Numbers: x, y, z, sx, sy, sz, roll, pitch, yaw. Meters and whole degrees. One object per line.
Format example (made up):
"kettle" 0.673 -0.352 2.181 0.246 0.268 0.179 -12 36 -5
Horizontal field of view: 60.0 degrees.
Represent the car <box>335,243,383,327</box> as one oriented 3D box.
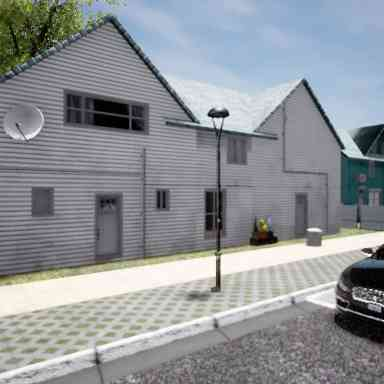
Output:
"car" 4.744 1.509 6.455 4.892 1.490 1.837 0 0 -35
